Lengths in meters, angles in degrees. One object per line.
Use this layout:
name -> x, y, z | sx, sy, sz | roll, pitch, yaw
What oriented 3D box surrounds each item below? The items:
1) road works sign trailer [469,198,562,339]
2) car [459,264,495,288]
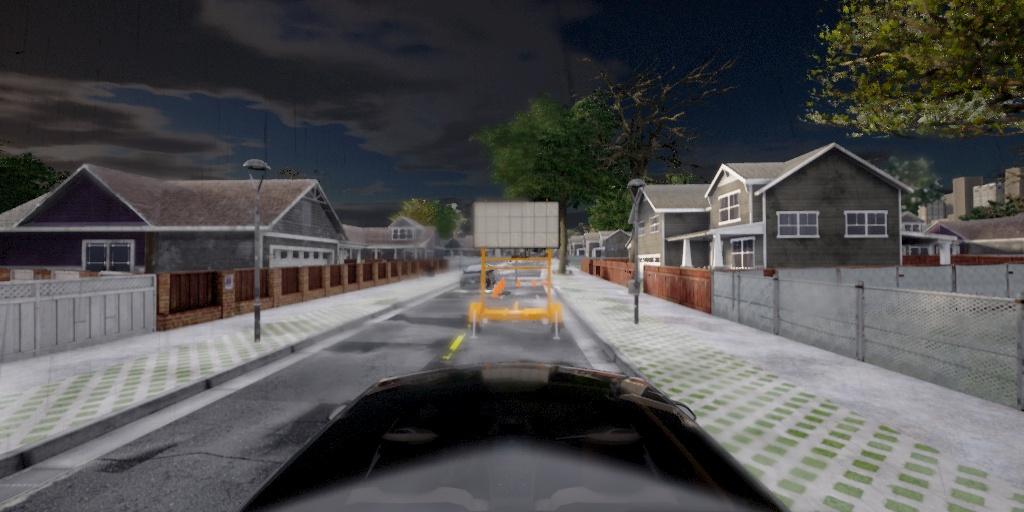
road works sign trailer -> 0.126, 0.207, 10.022 | 2.380, 3.560, 2.880 | 0, 0, 2
car -> -2.149, 1.242, 23.314 | 1.812, 1.442, 4.674 | 0, 0, 3
